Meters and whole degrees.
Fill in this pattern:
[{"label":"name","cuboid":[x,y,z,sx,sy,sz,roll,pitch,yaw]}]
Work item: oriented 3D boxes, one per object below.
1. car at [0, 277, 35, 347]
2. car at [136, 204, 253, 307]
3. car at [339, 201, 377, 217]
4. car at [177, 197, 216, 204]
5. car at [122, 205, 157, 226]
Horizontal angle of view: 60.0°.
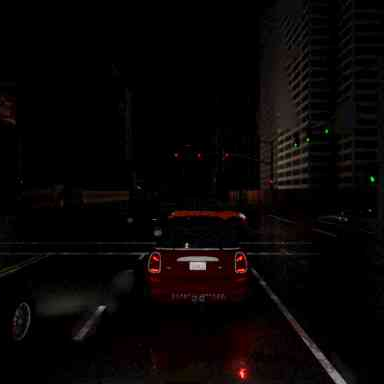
[{"label":"car","cuboid":[-3.396,1.526,3.350,1.812,1.442,4.674,0,0,0]},{"label":"car","cuboid":[0.105,1.352,8.125,2.097,1.767,4.553,0,0,0]},{"label":"car","cuboid":[16.291,1.547,30.177,5.357,1.411,2.033,0,0,0]},{"label":"car","cuboid":[0.947,1.352,19.407,4.553,1.767,2.097,0,0,0]},{"label":"car","cuboid":[-2.702,1.564,22.889,4.181,1.385,1.994,0,0,0]}]
